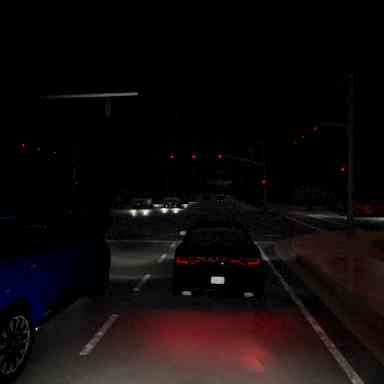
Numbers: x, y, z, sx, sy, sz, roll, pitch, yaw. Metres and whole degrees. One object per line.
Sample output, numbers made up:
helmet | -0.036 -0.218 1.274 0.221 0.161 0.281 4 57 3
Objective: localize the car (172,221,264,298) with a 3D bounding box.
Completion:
car | 0.654 1.478 8.615 1.882 1.535 5.008 0 0 4

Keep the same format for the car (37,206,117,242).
car | -5.849 1.547 17.830 2.033 1.411 5.357 0 0 5

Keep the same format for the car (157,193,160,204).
car | -5.319 1.224 61.195 2.150 2.045 5.566 0 0 5

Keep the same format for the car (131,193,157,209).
car | -6.684 1.216 45.336 2.150 2.045 5.566 0 1 3

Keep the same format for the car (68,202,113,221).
car | -8.381 1.601 27.999 1.895 1.301 4.718 0 0 7

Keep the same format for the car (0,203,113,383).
car | -3.069 1.221 5.509 2.150 2.045 5.566 0 0 3

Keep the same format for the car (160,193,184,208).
car | -2.850 1.221 48.951 2.150 2.045 5.566 0 0 5

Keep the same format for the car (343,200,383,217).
car | 16.775 1.478 30.962 5.008 1.535 1.882 0 0 5

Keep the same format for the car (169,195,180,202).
car | -4.013 1.474 76.217 1.882 1.535 5.008 0 0 5

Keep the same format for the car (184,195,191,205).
car | -1.845 1.354 60.754 2.097 1.767 4.553 0 0 5

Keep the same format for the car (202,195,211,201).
car | 3.715 1.524 84.742 1.812 1.442 4.674 0 0 5

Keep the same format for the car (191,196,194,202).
car | -0.583 1.551 75.229 1.994 1.385 4.181 0 0 5

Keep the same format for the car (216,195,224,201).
car | 7.232 1.553 84.800 1.994 1.385 4.181 0 0 5
